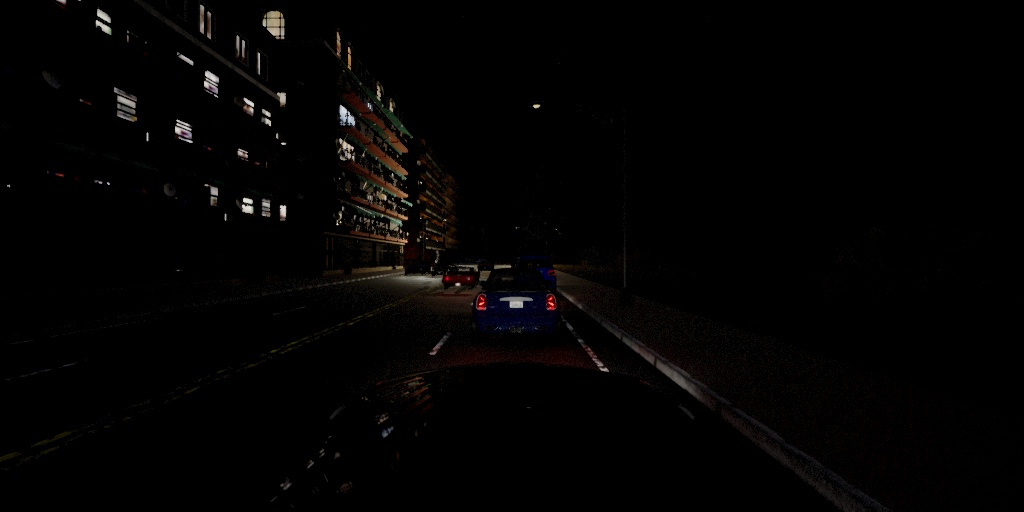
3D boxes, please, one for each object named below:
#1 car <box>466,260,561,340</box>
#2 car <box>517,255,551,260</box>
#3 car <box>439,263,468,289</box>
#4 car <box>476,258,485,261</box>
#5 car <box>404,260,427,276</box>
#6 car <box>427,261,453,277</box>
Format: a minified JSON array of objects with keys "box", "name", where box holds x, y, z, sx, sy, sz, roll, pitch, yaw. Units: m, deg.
[{"box":[0.096,1.103,10.136,2.097,1.767,4.553,0,0,0],"name":"car"},{"box":[1.133,0.977,19.712,2.150,2.045,5.566,0,0,0],"name":"car"},{"box":[-3.155,1.353,23.207,1.895,1.301,4.718,0,0,0],"name":"car"},{"box":[-3.154,1.229,44.281,1.882,1.535,5.008,0,-1,0],"name":"car"},{"box":[-9.856,1.229,37.847,1.882,1.535,5.008,0,0,0],"name":"car"},{"box":[-6.605,1.257,34.977,1.837,1.490,4.892,0,0,0],"name":"car"}]
